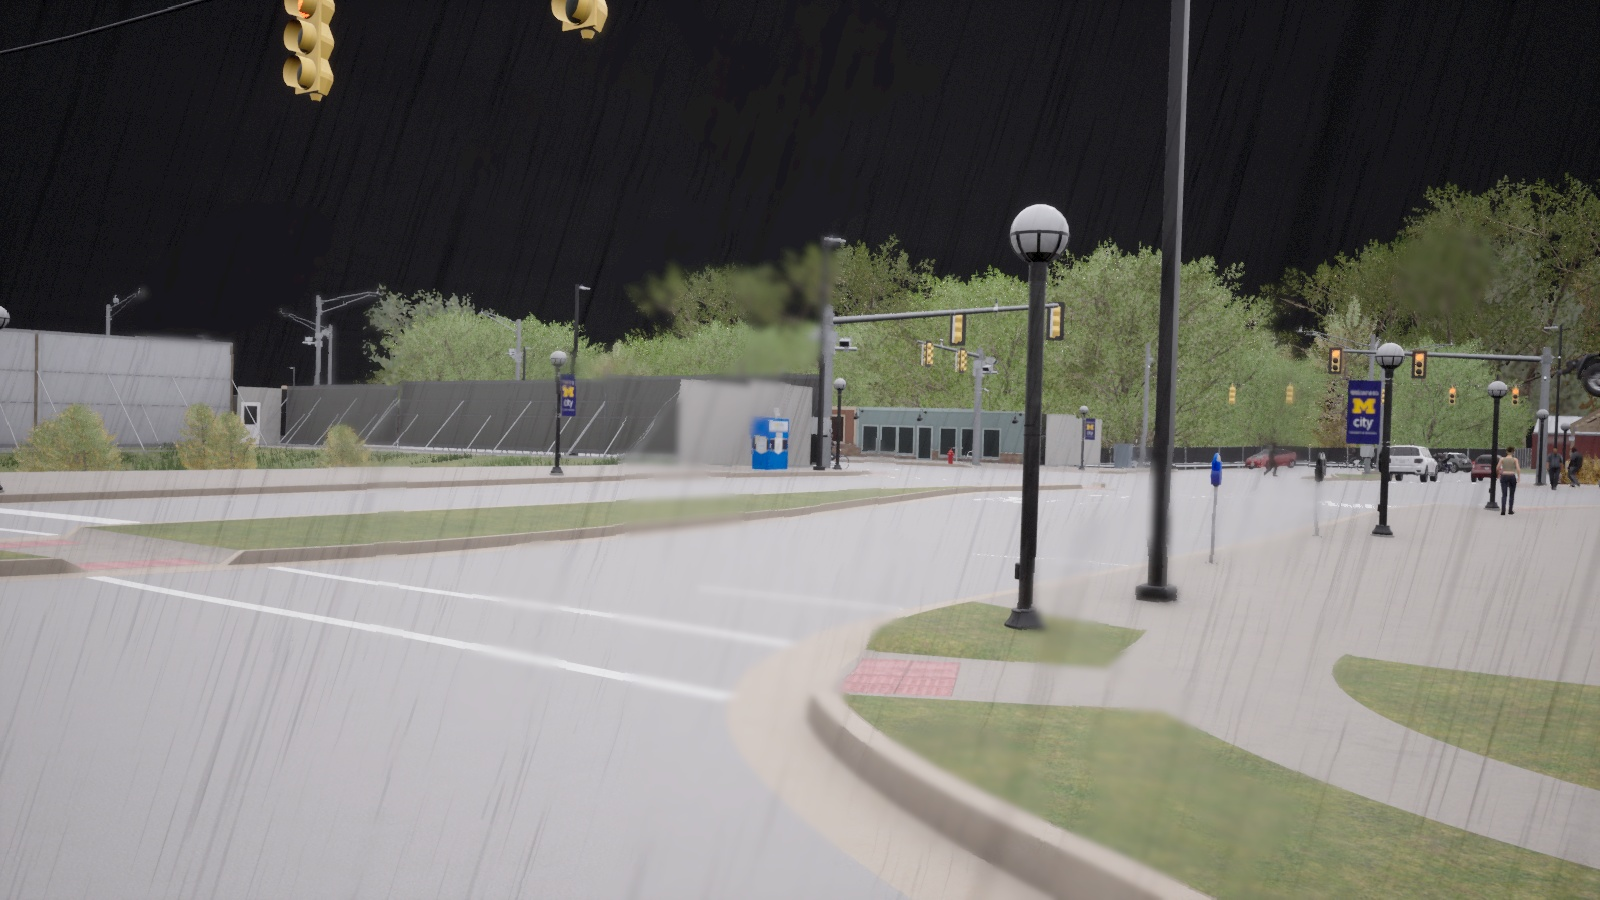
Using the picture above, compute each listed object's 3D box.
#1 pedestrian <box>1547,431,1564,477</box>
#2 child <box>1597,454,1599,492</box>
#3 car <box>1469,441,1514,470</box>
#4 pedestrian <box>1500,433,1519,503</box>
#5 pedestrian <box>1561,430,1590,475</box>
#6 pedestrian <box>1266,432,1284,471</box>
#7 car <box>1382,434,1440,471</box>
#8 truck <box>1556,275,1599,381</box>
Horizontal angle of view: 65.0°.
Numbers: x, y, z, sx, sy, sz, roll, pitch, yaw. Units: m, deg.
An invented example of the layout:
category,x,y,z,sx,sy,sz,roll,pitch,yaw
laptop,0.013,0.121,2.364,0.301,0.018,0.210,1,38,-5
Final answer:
category,x,y,z,sx,sy,sz,roll,pitch,yaw
pedestrian,30.678,0.165,51.004,0.540,1.848,0.694,2,2,31
child,25.381,0.724,39.527,0.448,1.192,0.343,-1,2,-38
car,40.739,0.293,73.916,1.851,1.617,3.988,0,1,36
pedestrian,18.887,0.461,33.437,0.345,1.836,0.594,2,2,35
pedestrian,33.447,0.109,54.135,0.563,1.883,0.849,0,2,-24
pedestrian,23.840,0.054,63.013,0.692,1.930,0.395,2,2,41
car,35.005,0.158,71.877,2.150,2.045,5.566,0,0,35
truck,30.149,-4.363,42.213,7.936,3.462,2.891,-3,2,32
